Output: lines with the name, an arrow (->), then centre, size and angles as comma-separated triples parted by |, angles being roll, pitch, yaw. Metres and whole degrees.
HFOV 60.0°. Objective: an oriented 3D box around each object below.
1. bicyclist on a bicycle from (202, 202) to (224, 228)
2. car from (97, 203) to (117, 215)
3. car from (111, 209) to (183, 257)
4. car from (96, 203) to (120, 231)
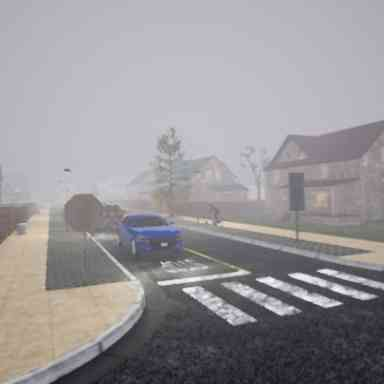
bicyclist on a bicycle -> 1.365, 1.499, 21.494 | 1.656, 1.620, 0.582 | -1, 0, -23
car -> -11.243, 2.176, 43.784 | 1.812, 1.442, 4.674 | -1, -1, -23
car -> -1.976, 1.673, 14.368 | 1.882, 1.535, 5.008 | -1, -1, -23
car -> -5.820, 1.703, 23.437 | 2.097, 1.767, 4.553 | -1, -1, -23
